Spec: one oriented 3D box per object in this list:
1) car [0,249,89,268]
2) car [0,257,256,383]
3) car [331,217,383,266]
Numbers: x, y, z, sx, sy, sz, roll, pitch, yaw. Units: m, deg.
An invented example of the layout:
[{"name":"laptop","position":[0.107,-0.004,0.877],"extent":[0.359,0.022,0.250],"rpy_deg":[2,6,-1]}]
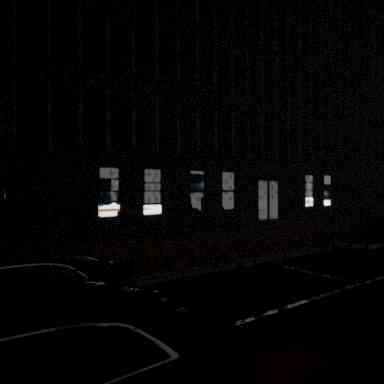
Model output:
[{"name":"car","position":[-2.877,1.550,4.508],"extent":[4.403,1.369,2.008],"rpy_deg":[0,0,-35]},{"name":"car","position":[-1.726,1.507,2.148],"extent":[4.892,1.490,1.837],"rpy_deg":[0,0,-35]},{"name":"car","position":[6.407,1.507,11.096],"extent":[4.206,1.307,1.802],"rpy_deg":[0,0,-35]}]
